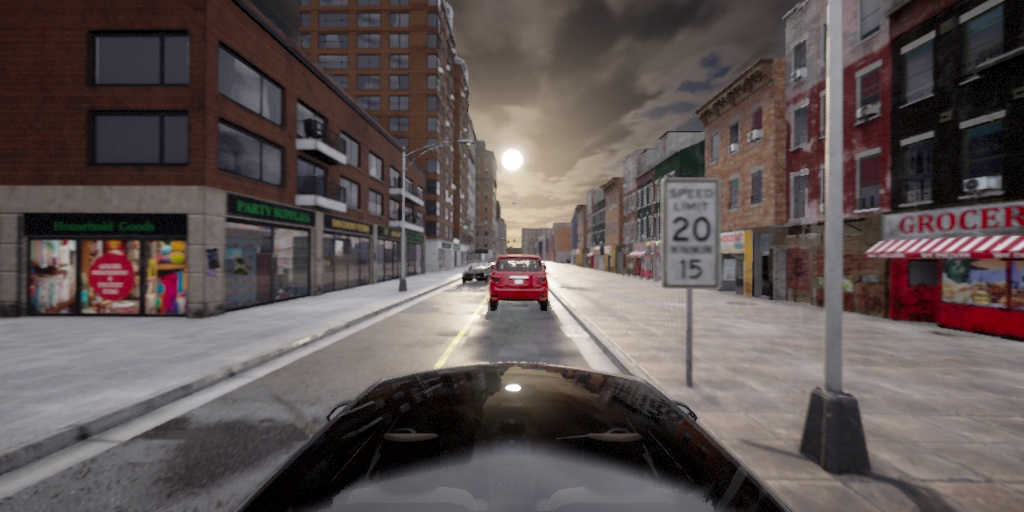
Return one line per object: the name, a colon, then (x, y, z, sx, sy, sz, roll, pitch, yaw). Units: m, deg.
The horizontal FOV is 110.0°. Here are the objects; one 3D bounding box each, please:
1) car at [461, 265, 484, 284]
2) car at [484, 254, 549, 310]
car: (-2.494, 1.307, 26.290, 1.895, 1.301, 4.718, 0, 0, 1)
car: (0.271, 0.957, 14.787, 2.150, 2.045, 5.566, 0, 0, 1)
